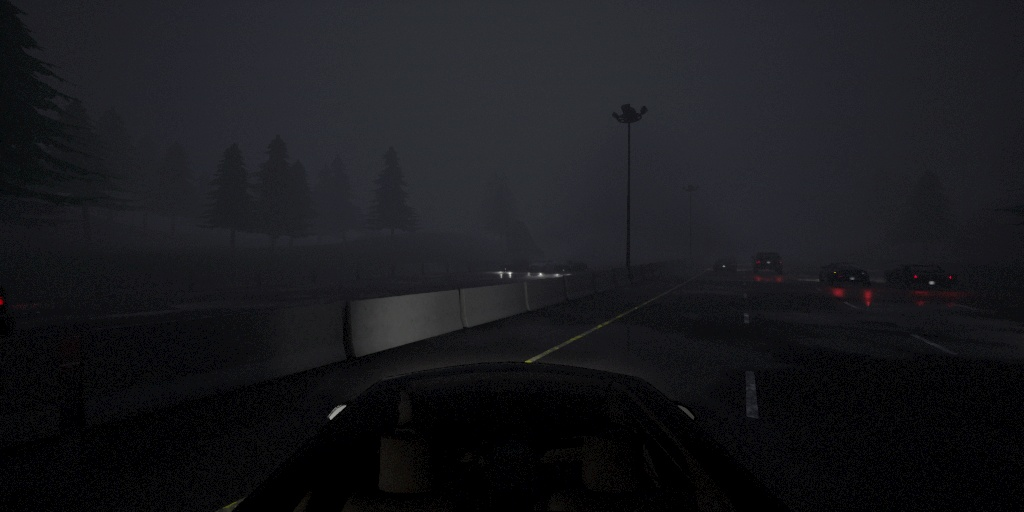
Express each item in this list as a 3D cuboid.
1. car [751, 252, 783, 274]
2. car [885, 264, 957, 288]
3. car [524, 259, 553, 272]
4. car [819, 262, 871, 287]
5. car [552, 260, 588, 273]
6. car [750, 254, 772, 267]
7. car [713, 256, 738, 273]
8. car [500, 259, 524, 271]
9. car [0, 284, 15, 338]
[{"bbox_3d":[24.556,0.628,34.554,2.150,2.045,5.566,0,1,33],"label":"car"},{"bbox_3d":[24.807,1.172,22.009,1.895,1.301,4.718,0,1,33],"label":"car"},{"bbox_3d":[3.620,1.052,41.012,1.812,1.442,4.674,0,1,33],"label":"car"},{"bbox_3d":[21.381,1.106,23.157,1.812,1.442,4.674,0,1,33],"label":"car"},{"bbox_3d":[6.547,1.135,39.094,1.895,1.301,4.718,0,1,33],"label":"car"},{"bbox_3d":[32.638,0.583,47.107,2.128,1.511,4.902,0,1,32],"label":"car"},{"bbox_3d":[21.990,0.956,37.039,1.994,1.385,4.181,0,1,33],"label":"car"},{"bbox_3d":[0.674,1.035,42.902,2.033,1.411,5.357,0,1,33],"label":"car"},{"bbox_3d":[-11.451,0.958,4.835,2.150,2.045,5.566,0,0,33],"label":"car"}]
